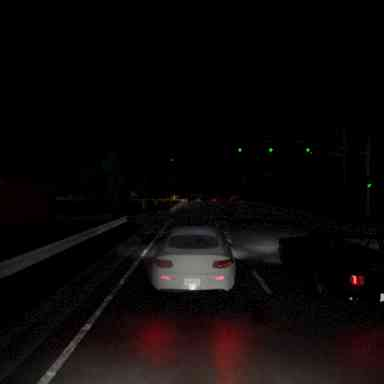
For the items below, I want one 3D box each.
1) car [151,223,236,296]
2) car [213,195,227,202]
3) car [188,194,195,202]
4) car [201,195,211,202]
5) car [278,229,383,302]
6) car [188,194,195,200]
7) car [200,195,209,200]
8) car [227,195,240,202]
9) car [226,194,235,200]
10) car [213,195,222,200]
[{"bbox_3d":[0.067,1.536,8.595,1.812,1.442,4.674,0,0,1],"label":"car"},{"bbox_3d":[6.913,1.443,81.124,2.097,1.767,4.553,0,0,0],"label":"car"},{"bbox_3d":[-0.087,1.626,80.730,2.033,1.411,5.357,0,0,0],"label":"car"},{"bbox_3d":[3.413,1.442,81.121,2.097,1.767,4.553,0,0,0],"label":"car"},{"bbox_3d":[3.556,1.611,8.201,1.895,1.301,4.718,0,0,0],"label":"car"},{"bbox_3d":[-0.098,1.439,91.150,1.837,1.490,4.892,0,0,0],"label":"car"},{"bbox_3d":[3.402,1.464,91.154,2.128,1.511,4.902,0,0,0],"label":"car"},{"bbox_3d":[10.413,1.564,80.741,1.882,1.535,5.008,0,0,0],"label":"car"},{"bbox_3d":[10.402,1.417,91.161,1.882,1.535,5.008,0,0,0],"label":"car"},{"bbox_3d":[6.902,1.464,91.158,2.128,1.511,4.902,0,0,0],"label":"car"}]
